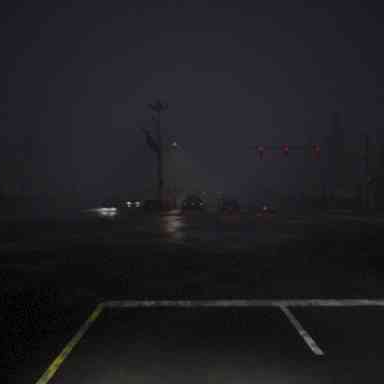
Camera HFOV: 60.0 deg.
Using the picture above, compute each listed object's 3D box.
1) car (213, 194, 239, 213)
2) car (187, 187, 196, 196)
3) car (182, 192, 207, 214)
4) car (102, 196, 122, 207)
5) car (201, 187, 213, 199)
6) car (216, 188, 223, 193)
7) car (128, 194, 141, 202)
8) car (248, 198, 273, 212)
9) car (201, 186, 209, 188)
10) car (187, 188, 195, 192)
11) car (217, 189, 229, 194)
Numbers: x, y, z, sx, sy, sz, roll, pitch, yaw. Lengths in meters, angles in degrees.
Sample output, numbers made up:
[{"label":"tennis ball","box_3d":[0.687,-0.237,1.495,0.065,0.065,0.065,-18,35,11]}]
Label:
[{"label":"car","box_3d":[3.597,1.305,33.668,2.128,1.511,4.902,0,0,0]},{"label":"car","box_3d":[-0.168,-0.160,79.869,2.128,1.511,4.902,0,7,0]},{"label":"car","box_3d":[0.097,1.167,33.393,2.097,1.767,4.553,0,0,0]},{"label":"car","box_3d":[-10.591,1.244,44.446,2.128,1.511,4.902,0,0,0]},{"label":"car","box_3d":[3.388,0.517,69.834,2.097,1.767,4.553,0,4,0]},{"label":"car","box_3d":[6.832,-0.208,79.903,1.882,1.535,5.008,0,7,0]},{"label":"car","box_3d":[-10.589,1.082,61.651,1.812,1.442,4.674,0,2,0]},{"label":"car","box_3d":[7.097,1.333,34.714,1.812,1.442,4.674,0,0,0]},{"label":"car","box_3d":[3.332,-0.462,79.882,2.150,2.045,5.566,0,7,0]},{"label":"car","box_3d":[-0.112,0.685,69.855,2.128,1.511,4.902,0,4,0]},{"label":"car","box_3d":[6.888,0.684,69.895,1.812,1.442,4.674,0,4,0]}]
